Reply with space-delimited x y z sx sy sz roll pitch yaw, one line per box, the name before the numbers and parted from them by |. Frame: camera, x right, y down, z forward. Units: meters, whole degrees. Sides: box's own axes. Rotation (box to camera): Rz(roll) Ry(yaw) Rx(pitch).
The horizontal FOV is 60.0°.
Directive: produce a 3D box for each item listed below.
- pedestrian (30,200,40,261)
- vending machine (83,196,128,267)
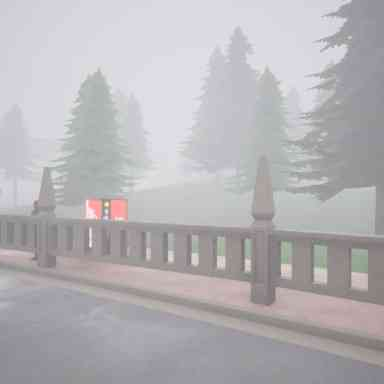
pedestrian | -4.718 1.141 10.116 0.375 1.860 0.375 0 0 30
vending machine | -2.763 1.195 10.700 0.880 2.100 1.100 0 0 30
